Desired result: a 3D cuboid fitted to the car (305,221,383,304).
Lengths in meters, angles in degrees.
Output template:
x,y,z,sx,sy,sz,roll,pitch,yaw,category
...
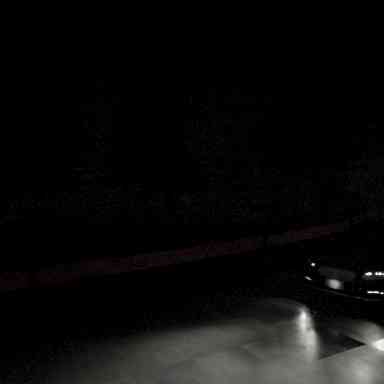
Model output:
x,y,z,sx,sy,sz,roll,pitch,yaw,category
4.569,1.495,7.984,4.902,1.511,2.128,0,0,-41,car
